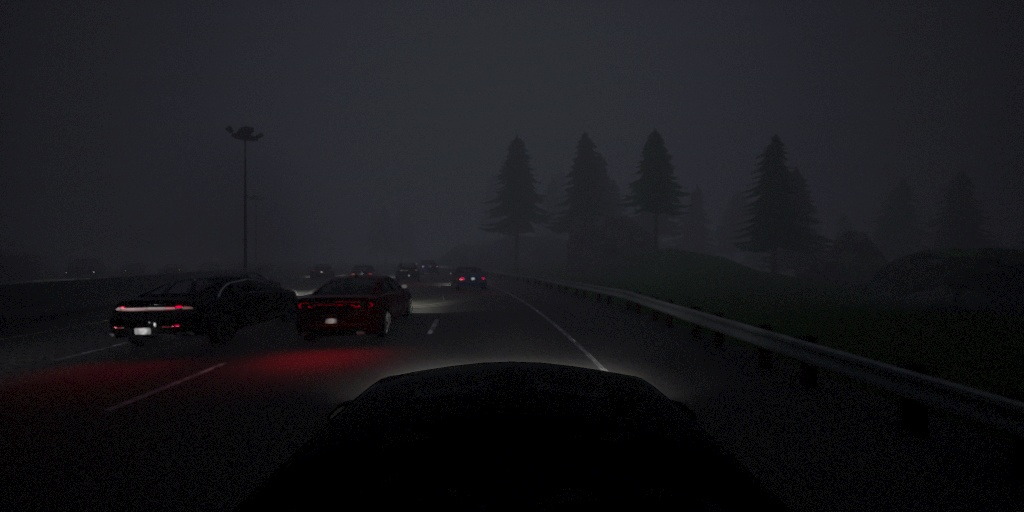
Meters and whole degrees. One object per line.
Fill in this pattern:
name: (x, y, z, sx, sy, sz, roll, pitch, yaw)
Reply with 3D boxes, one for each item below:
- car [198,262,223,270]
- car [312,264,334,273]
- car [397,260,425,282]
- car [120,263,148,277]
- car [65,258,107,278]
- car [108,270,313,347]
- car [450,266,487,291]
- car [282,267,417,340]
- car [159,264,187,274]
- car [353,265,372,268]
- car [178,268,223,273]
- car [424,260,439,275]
car: (-33.833, 1.460, 40.310, 2.128, 1.511, 4.902, 0, 0, -35)
car: (-18.369, 1.456, 34.826, 1.994, 1.385, 4.181, 0, 0, -25)
car: (-8.844, 1.333, 30.146, 2.128, 1.511, 4.902, 0, 0, -20)
car: (-43.213, 1.517, 41.085, 1.837, 1.490, 4.892, 0, 0, -41)
car: (-45.384, 1.238, 38.309, 2.150, 2.045, 5.566, 0, 0, -40)
car: (-7.611, 1.289, 9.568, 2.128, 1.511, 4.902, 0, 0, -6)
car: (-2.838, 1.349, 22.769, 2.033, 1.411, 5.357, 0, 0, -14)
car: (-4.165, 1.262, 10.226, 1.882, 1.535, 5.008, 0, 0, -6)
car: (-38.005, 1.589, 40.263, 1.895, 1.301, 4.718, 0, 0, -37)
car: (-11.948, 1.400, 28.750, 2.033, 1.411, 5.357, 0, 0, -20)
car: (-12.099, 1.393, 15.959, 1.994, 1.385, 4.181, 0, 0, -10)
car: (-9.892, 1.219, 41.257, 2.097, 1.767, 4.553, 0, 0, -26)
